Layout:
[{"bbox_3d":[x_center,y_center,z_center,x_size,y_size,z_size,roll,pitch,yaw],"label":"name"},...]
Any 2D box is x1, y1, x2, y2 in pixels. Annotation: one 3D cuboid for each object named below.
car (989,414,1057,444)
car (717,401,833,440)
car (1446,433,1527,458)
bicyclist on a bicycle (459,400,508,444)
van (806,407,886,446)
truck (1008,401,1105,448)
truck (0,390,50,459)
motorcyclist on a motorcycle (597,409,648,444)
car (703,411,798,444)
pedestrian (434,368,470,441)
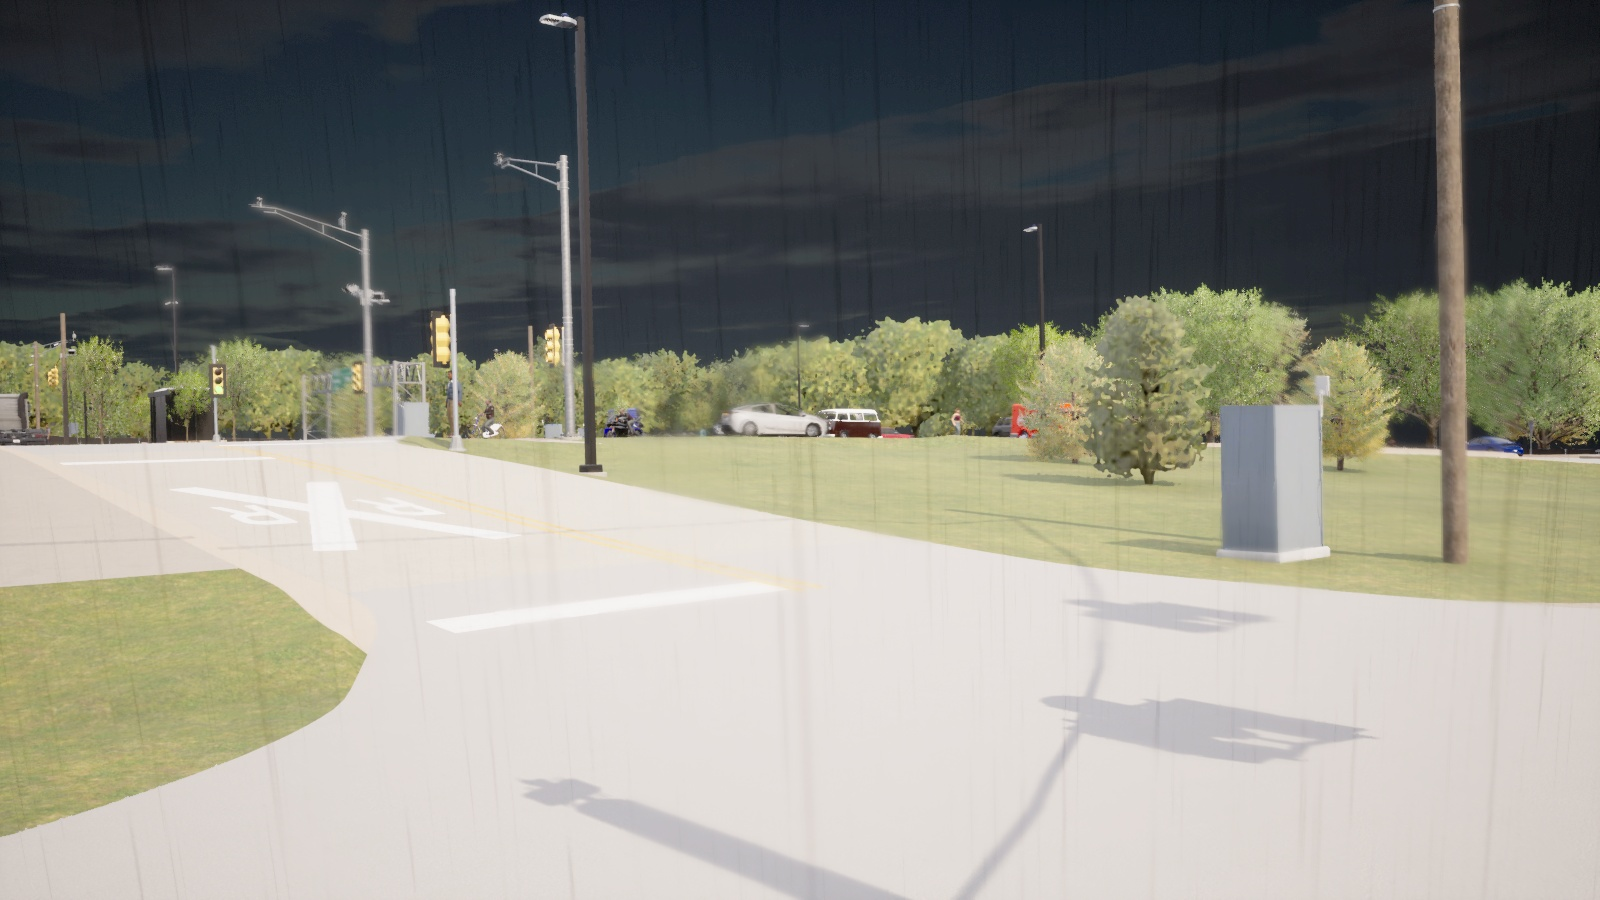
[{"bbox_3d":[14.158,-1.312,79.859,1.932,1.855,4.605,0,0,-26],"label":"car"},{"bbox_3d":[-1.056,-1.226,53.286,4.514,1.525,2.007,0,-1,-21],"label":"car"},{"bbox_3d":[46.611,-0.291,85.352,1.882,1.535,5.008,2,0,-14],"label":"car"},{"bbox_3d":[-13.020,-1.157,51.703,1.843,1.776,0.659,-1,0,-43],"label":"bicyclist on a bicycle"},{"bbox_3d":[2.605,-1.298,70.299,2.069,2.038,4.480,-1,-1,43],"label":"van"},{"bbox_3d":[14.223,-1.451,69.999,2.627,2.467,5.204,-2,3,-26],"label":"truck"},{"bbox_3d":[-42.451,-1.261,66.998,2.891,3.462,7.936,-2,1,-39],"label":"truck"},{"bbox_3d":[-7.995,-1.046,56.679,0.866,1.530,2.191,-1,-1,44],"label":"motorcyclist on a motorcycle"},{"bbox_3d":[-2.431,-1.098,62.692,2.128,1.511,4.902,-1,-1,36],"label":"car"},{"bbox_3d":[-9.453,-1.232,34.093,0.788,1.949,0.423,-2,1,-39],"label":"pedestrian"}]
